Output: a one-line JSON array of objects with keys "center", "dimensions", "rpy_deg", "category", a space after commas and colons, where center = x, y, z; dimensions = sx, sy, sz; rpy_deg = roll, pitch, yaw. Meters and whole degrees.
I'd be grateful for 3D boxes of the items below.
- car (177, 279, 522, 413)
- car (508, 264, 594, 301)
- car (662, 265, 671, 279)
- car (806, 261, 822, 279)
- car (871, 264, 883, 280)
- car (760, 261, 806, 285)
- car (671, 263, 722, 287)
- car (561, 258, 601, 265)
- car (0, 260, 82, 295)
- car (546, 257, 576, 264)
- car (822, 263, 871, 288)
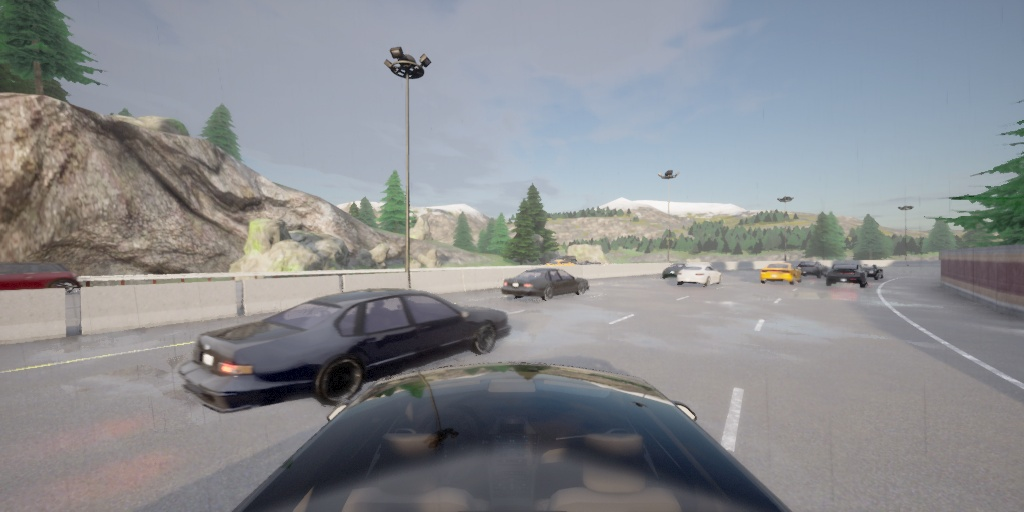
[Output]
[{"center": [-2.215, 1.297, 6.370], "dimensions": [2.033, 1.411, 5.357], "rpy_deg": [0, 0, 35], "category": "car"}, {"center": [1.749, 1.296, 17.353], "dimensions": [2.033, 1.411, 5.357], "rpy_deg": [0, 0, 39], "category": "car"}, {"center": [14.836, 1.312, 31.264], "dimensions": [4.181, 1.385, 1.994], "rpy_deg": [0, 0, -43], "category": "car"}, {"center": [27.740, 1.239, 33.175], "dimensions": [4.902, 1.511, 2.128], "rpy_deg": [0, 0, -39], "category": "car"}, {"center": [30.444, 1.349, 30.878], "dimensions": [4.718, 1.301, 1.895], "rpy_deg": [0, 0, -39], "category": "car"}, {"center": [19.789, 1.226, 26.313], "dimensions": [5.008, 1.535, 1.882], "rpy_deg": [0, 0, -44], "category": "car"}, {"center": [12.749, 1.274, 24.360], "dimensions": [1.812, 1.442, 4.674], "rpy_deg": [0, 0, 44], "category": "car"}, {"center": [8.039, 1.240, 39.565], "dimensions": [4.902, 1.511, 2.128], "rpy_deg": [0, 0, -43], "category": "car"}, {"center": [-24.418, 1.101, 17.327], "dimensions": [2.097, 1.767, 4.553], "rpy_deg": [0, 0, 33], "category": "car"}, {"center": [5.255, 1.225, 41.760], "dimensions": [5.008, 1.535, 1.882], "rpy_deg": [0, 0, -43], "category": "car"}, {"center": [22.494, 1.253, 24.055], "dimensions": [4.892, 1.490, 1.837], "rpy_deg": [0, 0, -43], "category": "car"}]
